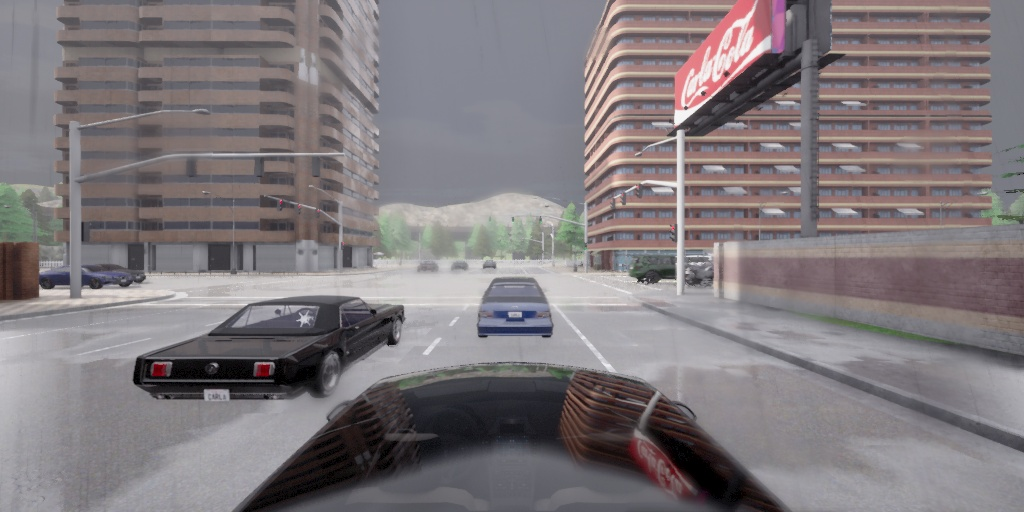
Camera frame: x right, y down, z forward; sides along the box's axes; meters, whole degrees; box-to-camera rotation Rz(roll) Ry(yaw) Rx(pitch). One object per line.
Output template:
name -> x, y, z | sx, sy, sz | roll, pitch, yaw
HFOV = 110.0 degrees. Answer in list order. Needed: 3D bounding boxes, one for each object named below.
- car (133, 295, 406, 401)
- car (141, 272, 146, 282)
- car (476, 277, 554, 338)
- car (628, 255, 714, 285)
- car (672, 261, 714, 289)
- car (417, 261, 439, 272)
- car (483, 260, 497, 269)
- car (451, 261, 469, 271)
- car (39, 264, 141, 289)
car -> -3.449, 1.351, 6.436 | 1.895, 1.301, 4.718 | 0, 0, 0
car -> -29.149, 1.275, 25.694 | 4.674, 1.442, 1.812 | 0, 0, -1
car -> 0.066, 1.297, 10.162 | 2.033, 1.411, 5.357 | 0, 0, 0
car -> 11.312, 0.971, 25.966 | 5.566, 2.045, 2.150 | 0, 0, 0
car -> 13.126, 1.241, 22.479 | 4.902, 1.511, 2.128 | 0, 0, 0
car -> -10.649, 1.314, 45.555 | 1.994, 1.385, 4.181 | 0, 0, 1
car -> -3.508, 1.313, 56.737 | 1.994, 1.385, 4.181 | 0, 0, 0
car -> -7.136, 1.313, 49.375 | 1.994, 1.385, 4.181 | 0, 0, 1
car -> -26.425, 1.275, 22.215 | 4.674, 1.442, 1.812 | 0, 0, -1
